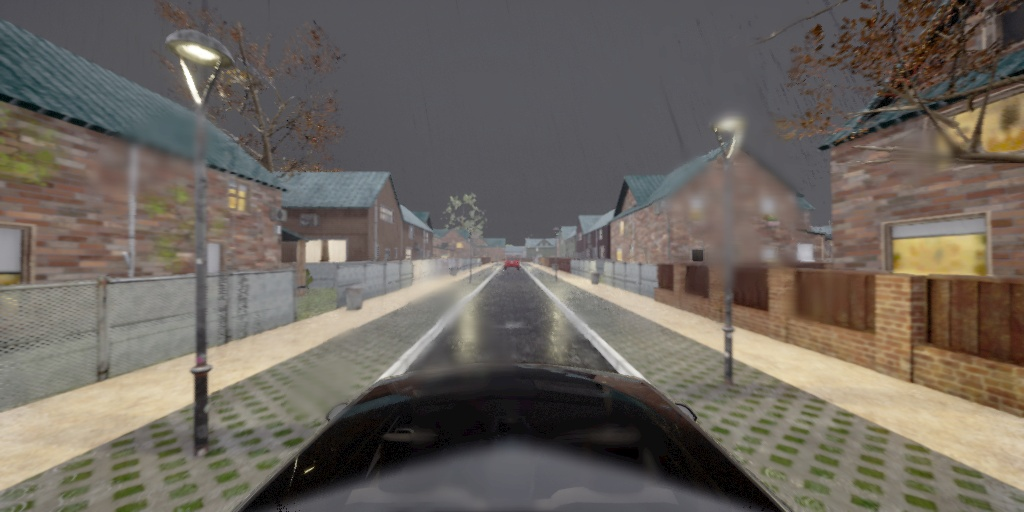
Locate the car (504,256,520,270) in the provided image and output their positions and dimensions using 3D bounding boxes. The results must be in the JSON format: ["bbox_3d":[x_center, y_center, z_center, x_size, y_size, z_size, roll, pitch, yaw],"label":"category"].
[{"bbox_3d":[-0.018,0.987,52.136,2.150,2.045,5.566,0,0,0],"label":"car"}]
